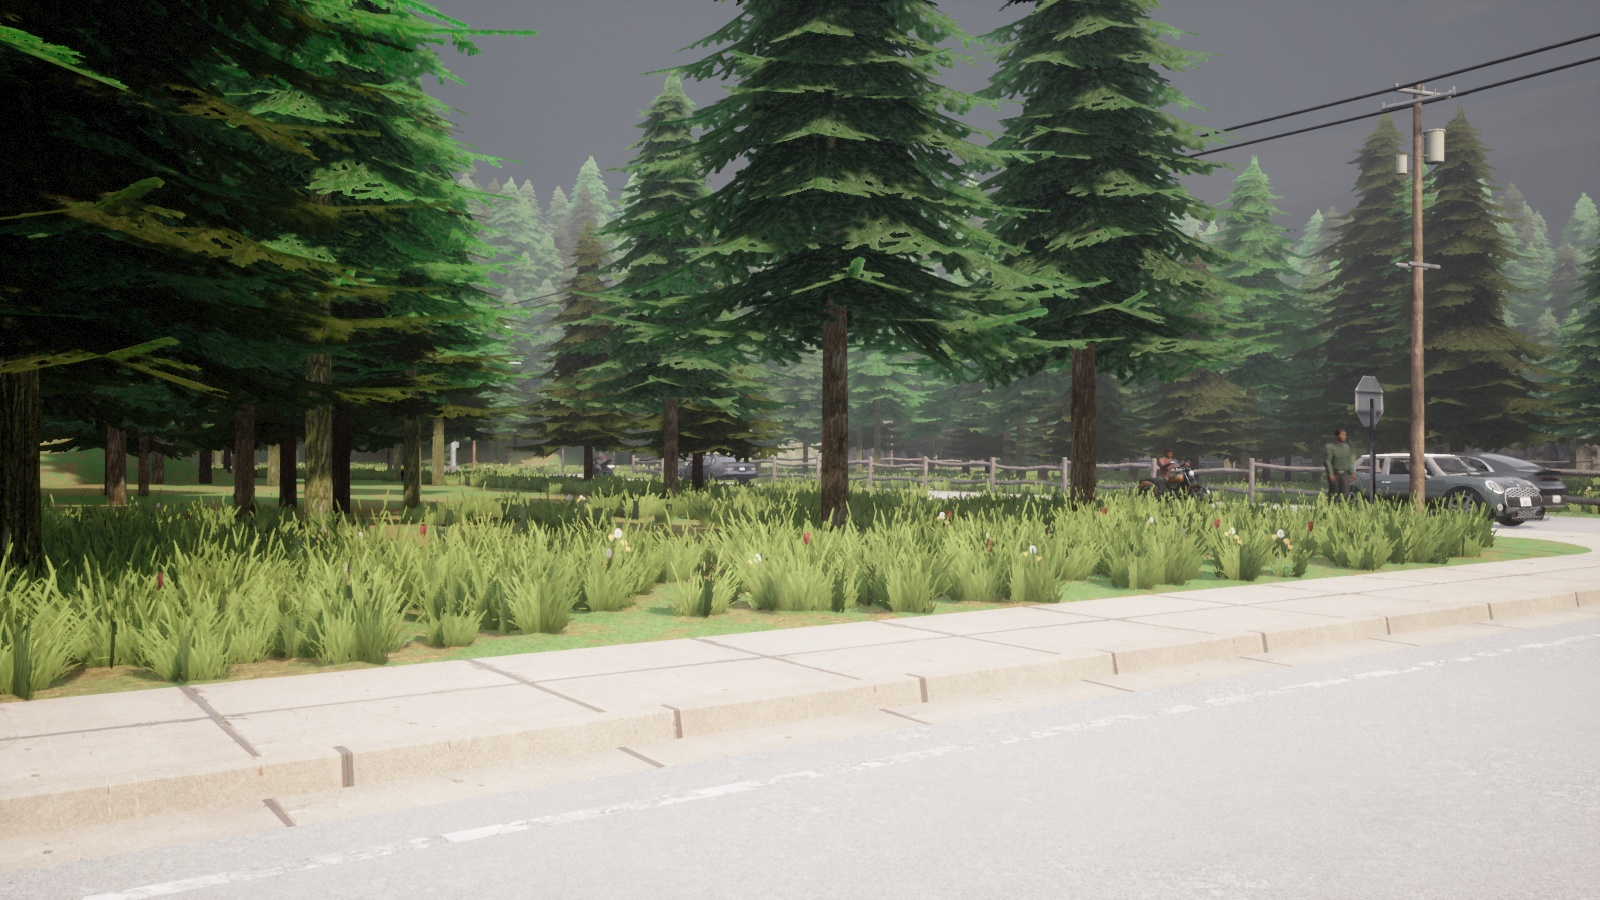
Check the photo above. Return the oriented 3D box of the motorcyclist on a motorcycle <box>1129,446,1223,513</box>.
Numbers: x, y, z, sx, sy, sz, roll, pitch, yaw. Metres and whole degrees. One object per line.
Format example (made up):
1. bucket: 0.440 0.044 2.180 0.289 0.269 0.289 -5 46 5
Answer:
1. motorcyclist on a motorcycle: 9.510 0.718 31.862 0.766 1.649 2.350 0 0 -32

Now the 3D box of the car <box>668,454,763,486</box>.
1. car: -3.992 0.917 58.542 2.033 1.411 5.357 0 0 -34

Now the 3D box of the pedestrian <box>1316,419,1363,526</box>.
1. pedestrian: 9.946 0.406 23.155 0.423 1.949 0.788 0 0 -10

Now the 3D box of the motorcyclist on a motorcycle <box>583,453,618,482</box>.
1. motorcyclist on a motorcycle: -10.861 0.943 68.374 0.866 1.530 2.191 0 0 -39

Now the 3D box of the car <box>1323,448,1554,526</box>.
1. car: 13.154 0.711 26.059 1.970 1.475 3.806 0 0 -32

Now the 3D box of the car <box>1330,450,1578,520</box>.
1. car: 15.179 0.755 29.450 1.837 1.490 4.892 0 0 -32
